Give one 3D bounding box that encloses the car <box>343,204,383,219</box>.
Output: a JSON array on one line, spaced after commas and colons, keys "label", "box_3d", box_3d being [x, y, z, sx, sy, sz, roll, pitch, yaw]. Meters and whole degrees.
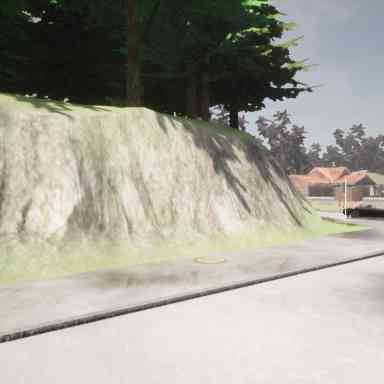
[{"label": "car", "box_3d": [14.776, 1.601, 26.542, 1.895, 1.301, 4.718, 0, 0, -36]}]
